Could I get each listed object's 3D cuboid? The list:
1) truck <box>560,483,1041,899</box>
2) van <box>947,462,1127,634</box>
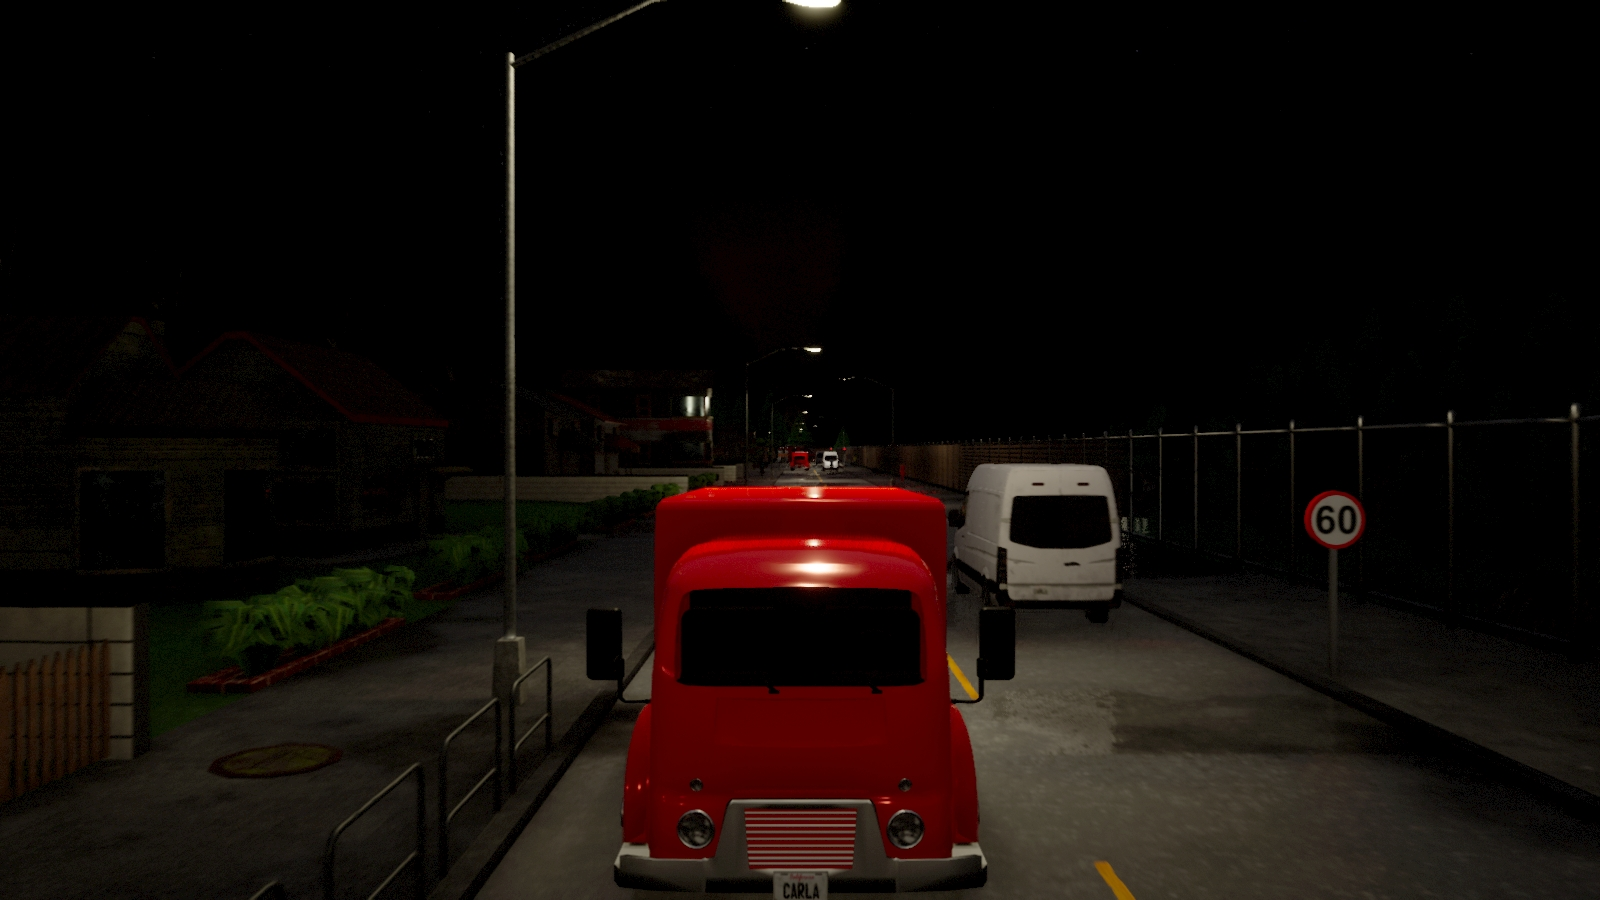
[{"bbox_3d":[0.001,1.564,8.840,2.627,2.467,5.204,0,0,0],"label":"truck"},{"bbox_3d":[3.998,1.529,20.390,1.988,2.561,5.915,0,0,0],"label":"van"}]
